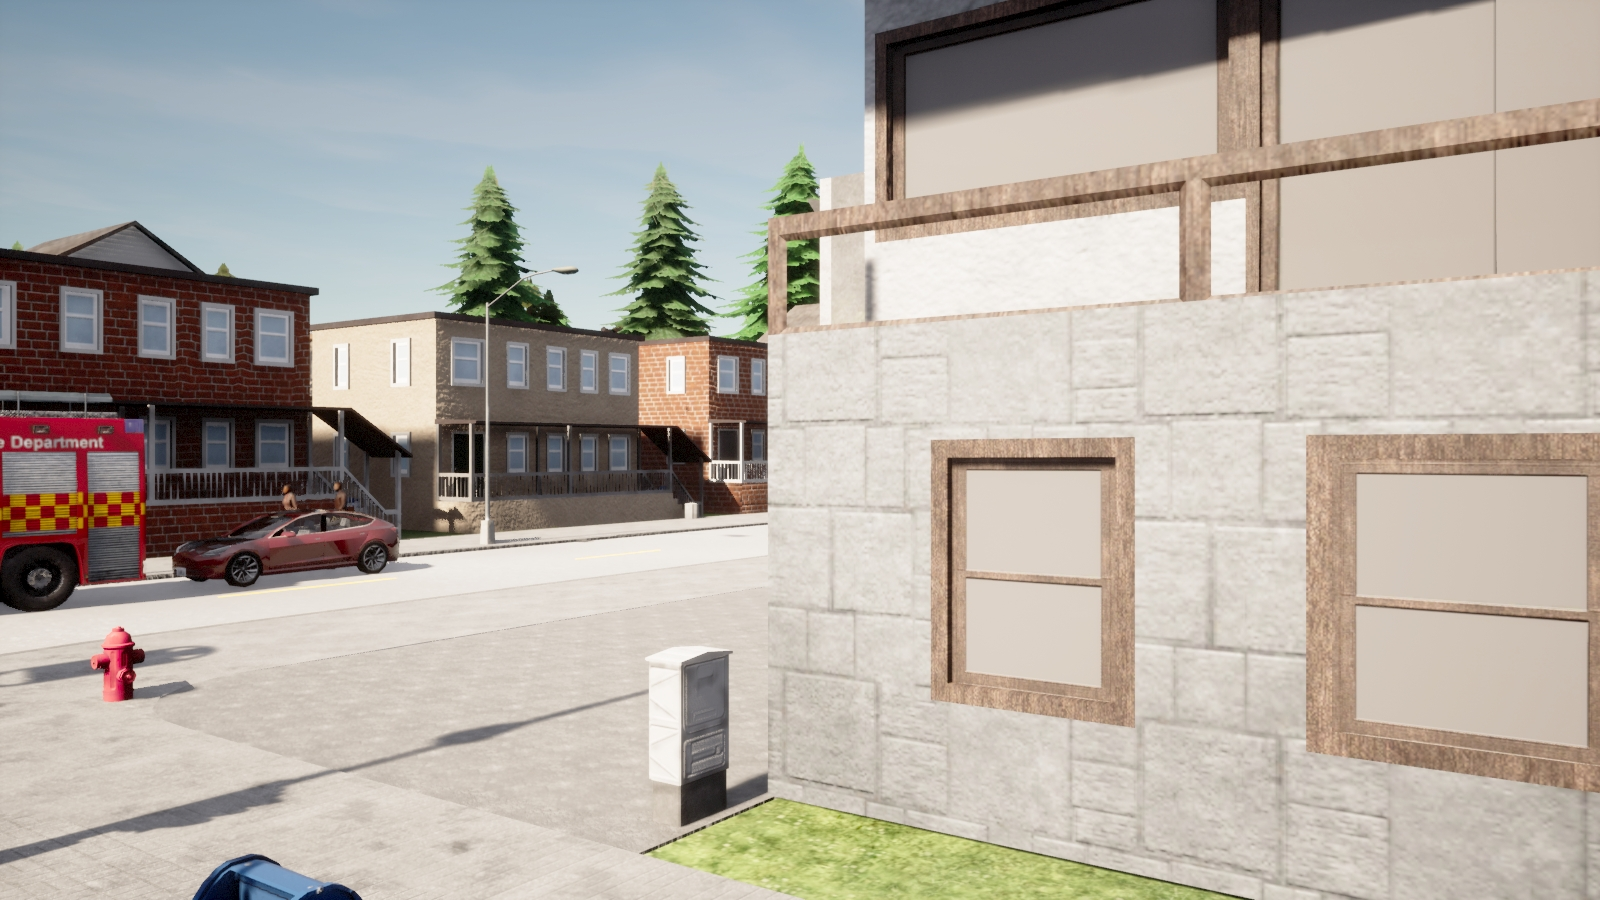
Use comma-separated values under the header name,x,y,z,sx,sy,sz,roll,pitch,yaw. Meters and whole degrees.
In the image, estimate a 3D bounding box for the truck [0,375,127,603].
name,x,y,z,sx,sy,sz,roll,pitch,yaw
truck,-16.020,0.669,18.371,2.891,3.827,8.468,0,0,40

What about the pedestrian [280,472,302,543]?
name,x,y,z,sx,sy,sz,roll,pitch,yaw
pedestrian,-13.520,1.516,30.341,0.375,1.860,0.375,0,0,33

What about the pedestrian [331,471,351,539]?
name,x,y,z,sx,sy,sz,roll,pitch,yaw
pedestrian,-12.799,1.524,31.855,0.375,1.860,0.375,0,0,37

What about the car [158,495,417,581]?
name,x,y,z,sx,sy,sz,roll,pitch,yaw
car,-11.152,1.843,25.200,2.163,1.488,4.792,0,0,35
